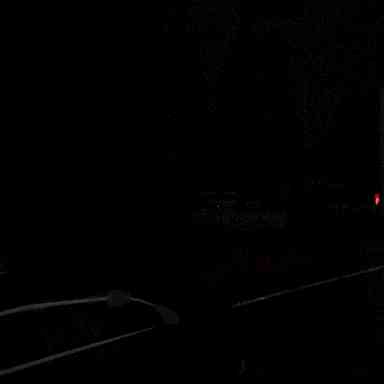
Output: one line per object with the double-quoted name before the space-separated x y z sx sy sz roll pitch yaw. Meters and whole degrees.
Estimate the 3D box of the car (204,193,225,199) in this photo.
"car" 6.154 1.381 93.396 1.932 1.855 4.605 0 0 -37

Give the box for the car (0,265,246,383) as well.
"car" -1.734 1.491 2.744 4.902 1.511 2.128 0 0 -36

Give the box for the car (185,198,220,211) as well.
"car" 1.247 1.726 40.264 1.895 1.301 4.718 0 0 -37
